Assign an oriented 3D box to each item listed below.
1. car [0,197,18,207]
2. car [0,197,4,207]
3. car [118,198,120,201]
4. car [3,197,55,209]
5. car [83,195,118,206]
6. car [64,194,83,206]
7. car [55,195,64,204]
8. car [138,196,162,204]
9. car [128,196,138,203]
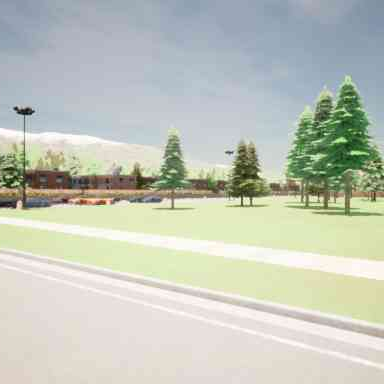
[{"bbox_3d":[-30.144,1.548,51.373,2.033,1.411,5.357,0,0,35],"label":"car"},{"bbox_3d":[-25.958,1.477,45.148,1.882,1.535,5.008,0,0,35],"label":"car"},{"bbox_3d":[-17.352,1.594,69.517,1.895,1.301,4.718,0,0,35],"label":"car"},{"bbox_3d":[-21.852,1.548,44.914,2.033,1.411,5.357,0,0,35],"label":"car"},{"bbox_3d":[-15.019,1.352,54.683,2.097,1.767,4.553,0,0,35],"label":"car"},{"bbox_3d":[-18.446,1.351,55.885,2.097,1.767,4.553,0,0,35],"label":"car"},{"bbox_3d":[-23.358,1.351,61.022,2.097,1.767,4.553,0,0,35],"label":"car"},{"bbox_3d":[-7.787,1.526,64.960,1.812,1.442,4.674,0,0,35],"label":"car"},{"bbox_3d":[-10.775,1.505,66.760,1.837,1.490,4.892,0,0,36],"label":"car"}]
